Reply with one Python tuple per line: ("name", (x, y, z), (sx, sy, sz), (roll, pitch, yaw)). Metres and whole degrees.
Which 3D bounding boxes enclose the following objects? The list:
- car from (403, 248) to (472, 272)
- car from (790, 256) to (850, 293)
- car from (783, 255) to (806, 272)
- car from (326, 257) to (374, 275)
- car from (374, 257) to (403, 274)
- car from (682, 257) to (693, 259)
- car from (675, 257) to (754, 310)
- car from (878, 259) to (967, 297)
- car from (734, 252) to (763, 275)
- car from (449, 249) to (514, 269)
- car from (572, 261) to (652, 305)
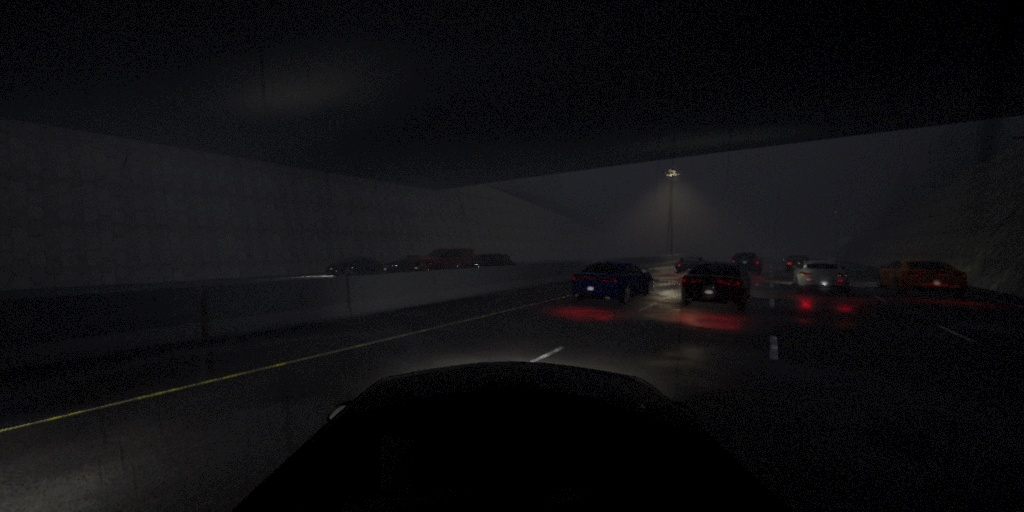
("car", (-4.815, 0.425, 26.295), (2.150, 2.045, 5.566), (1, 2, 36))
("car", (14.911, 0.910, 17.431), (1.812, 1.442, 4.674), (1, 2, 36))
("car", (24.731, 0.619, 31.033), (2.033, 1.411, 5.357), (1, 2, 36))
("car", (-12.186, 0.735, 28.046), (1.994, 1.385, 4.181), (1, 2, 36))
("car", (-7.813, 0.657, 28.124), (2.128, 1.511, 4.902), (1, 2, 36))
("car", (14.736, 0.724, 29.145), (1.895, 1.301, 4.718), (1, 2, 36))
("car", (7.750, 0.957, 13.466), (1.882, 1.535, 5.008), (1, 2, 36))
("car", (18.458, 0.883, 16.351), (1.882, 1.535, 5.008), (1, 2, 36))
("car", (18.879, 0.477, 28.900), (2.097, 1.767, 4.553), (1, 2, 36))
("car", (-1.756, 0.592, 24.554), (2.097, 1.767, 4.553), (1, 2, 36))
("car", (4.184, 0.937, 14.503), (1.882, 1.535, 5.008), (1, 2, 36))
